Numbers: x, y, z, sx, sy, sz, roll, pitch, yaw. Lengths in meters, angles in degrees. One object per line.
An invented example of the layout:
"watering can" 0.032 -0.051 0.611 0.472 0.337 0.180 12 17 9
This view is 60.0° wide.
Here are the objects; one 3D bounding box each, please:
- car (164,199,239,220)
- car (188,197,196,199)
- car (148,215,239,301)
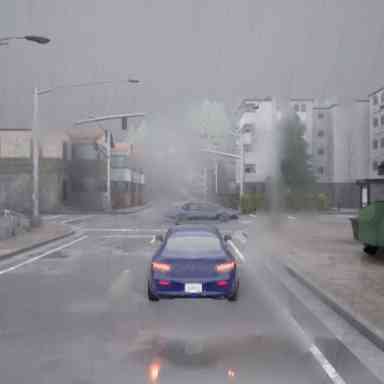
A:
"car" 0.661 1.473 24.266 5.357 1.411 2.033 1 0 0
"car" -0.028 1.519 52.832 2.033 1.411 5.357 0 0 0
"car" 0.037 1.521 8.162 1.812 1.442 4.674 0 0 0
